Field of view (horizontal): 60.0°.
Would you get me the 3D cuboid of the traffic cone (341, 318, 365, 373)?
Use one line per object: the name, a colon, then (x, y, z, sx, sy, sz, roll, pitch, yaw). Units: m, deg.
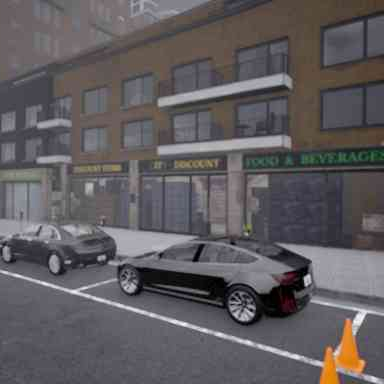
traffic cone: (2.047, 1.956, 4.355, 0.340, 0.580, 0.340, 0, 0, 36)

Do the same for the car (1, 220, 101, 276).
car: (-4.214, 1.551, 10.259, 4.403, 1.369, 2.008, 0, 1, 36)

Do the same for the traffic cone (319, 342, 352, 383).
traffic cone: (1.463, 1.956, 3.543, 0.340, 0.580, 0.340, 0, 0, 36)

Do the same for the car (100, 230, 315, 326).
car: (0.319, 1.567, 6.996, 4.313, 1.339, 1.947, 0, 1, 36)
